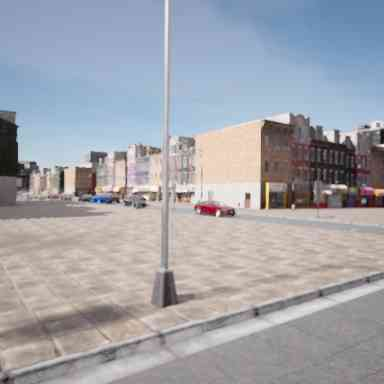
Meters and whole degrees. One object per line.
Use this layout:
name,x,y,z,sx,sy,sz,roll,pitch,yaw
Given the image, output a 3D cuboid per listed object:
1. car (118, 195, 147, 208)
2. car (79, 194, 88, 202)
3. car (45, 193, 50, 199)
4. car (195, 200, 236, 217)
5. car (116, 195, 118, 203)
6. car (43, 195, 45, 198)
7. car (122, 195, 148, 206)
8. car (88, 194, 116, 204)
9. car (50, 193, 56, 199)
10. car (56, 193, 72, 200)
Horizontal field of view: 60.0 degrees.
car,-7.485,1.288,43.012,1.947,1.339,4.313,2,0,-35
car,-18.035,1.097,57.242,1.812,1.442,4.674,1,0,-35
car,-32.874,0.949,78.888,1.887,1.381,4.507,1,0,-35
car,2.035,1.426,29.560,1.887,1.381,4.507,2,0,-35
car,-13.794,1.139,56.483,1.837,1.490,4.892,1,0,-35
car,-35.949,0.901,83.234,1.752,1.417,4.829,1,0,-35
car,-8.385,1.215,48.929,1.837,1.490,4.892,1,0,-35
car,-13.983,1.103,51.533,1.882,1.535,5.008,1,0,-35
car,-29.700,0.982,74.403,1.887,1.381,4.507,1,0,-35
car,-26.526,1.022,69.919,2.008,1.369,4.403,1,0,-35
